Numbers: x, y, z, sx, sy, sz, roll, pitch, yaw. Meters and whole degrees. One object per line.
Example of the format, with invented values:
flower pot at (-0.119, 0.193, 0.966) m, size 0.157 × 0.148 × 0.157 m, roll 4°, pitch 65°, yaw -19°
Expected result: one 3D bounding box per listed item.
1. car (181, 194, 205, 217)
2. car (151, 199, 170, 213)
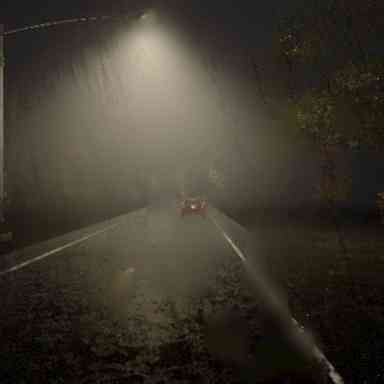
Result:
car at (0.094, 1.374, 31.053) m, size 2.097 × 1.767 × 4.553 m, roll 0°, pitch 0°, yaw 0°
car at (-3.507, 1.563, 37.699) m, size 1.812 × 1.442 × 4.674 m, roll 0°, pitch 0°, yaw 0°
